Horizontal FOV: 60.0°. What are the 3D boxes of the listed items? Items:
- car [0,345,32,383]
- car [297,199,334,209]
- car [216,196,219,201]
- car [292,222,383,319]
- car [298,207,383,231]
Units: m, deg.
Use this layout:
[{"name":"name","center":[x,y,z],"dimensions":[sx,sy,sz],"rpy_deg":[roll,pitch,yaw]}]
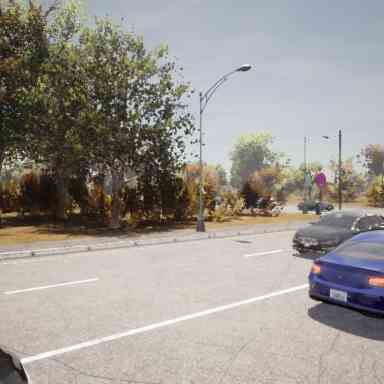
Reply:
[{"name":"car","center":[-3.324,1.492,1.375],"dimensions":[4.902,1.511,2.128],"rpy_deg":[0,0,-35]},{"name":"car","center":[14.616,1.564,39.447],"dimensions":[1.994,1.385,4.181],"rpy_deg":[0,0,-32]},{"name":"car","center":[3.987,1.459,56.270],"dimensions":[1.812,1.442,4.674],"rpy_deg":[0,1,-32]},{"name":"car","center":[4.276,1.526,6.801],"dimensions":[4.674,1.442,1.812],"rpy_deg":[0,0,-36]},{"name":"car","center":[5.782,1.505,12.424],"dimensions":[4.892,1.490,1.837],"rpy_deg":[0,0,-36]}]
